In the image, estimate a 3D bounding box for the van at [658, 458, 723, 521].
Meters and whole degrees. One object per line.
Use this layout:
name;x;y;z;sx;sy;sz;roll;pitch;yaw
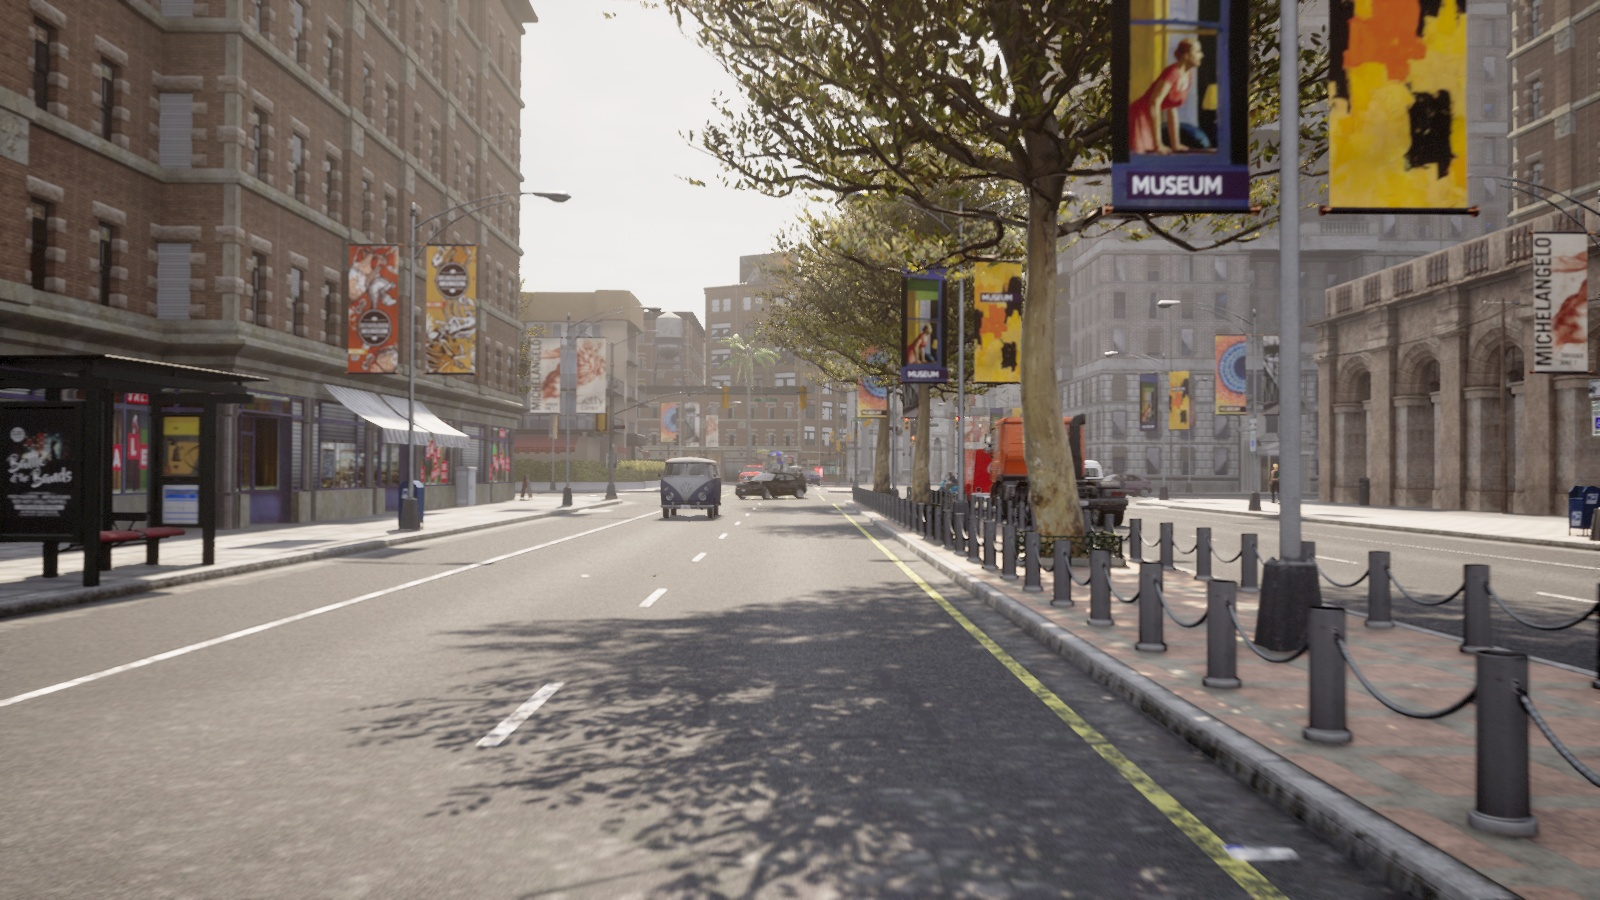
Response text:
van;-3.604;1.283;41.898;1.775;1.987;4.442;0;-1;0

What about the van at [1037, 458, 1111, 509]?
van;11.371;1.369;52.347;2.069;2.038;4.480;0;-1;0

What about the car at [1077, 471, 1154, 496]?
car;19.509;2.052;77.752;4.193;1.474;1.816;0;-1;-8

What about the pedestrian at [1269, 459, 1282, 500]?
pedestrian;21.352;1.331;56.443;0.345;1.836;0.594;0;-1;0

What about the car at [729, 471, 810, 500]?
car;-1.626;1.961;69.444;1.882;1.535;5.008;-1;-1;35

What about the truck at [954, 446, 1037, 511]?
truck;7.769;1.142;50.485;2.627;2.467;5.204;0;-1;1

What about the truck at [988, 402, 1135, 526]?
truck;7.900;0.456;39.112;2.891;3.462;7.936;0;-1;0
